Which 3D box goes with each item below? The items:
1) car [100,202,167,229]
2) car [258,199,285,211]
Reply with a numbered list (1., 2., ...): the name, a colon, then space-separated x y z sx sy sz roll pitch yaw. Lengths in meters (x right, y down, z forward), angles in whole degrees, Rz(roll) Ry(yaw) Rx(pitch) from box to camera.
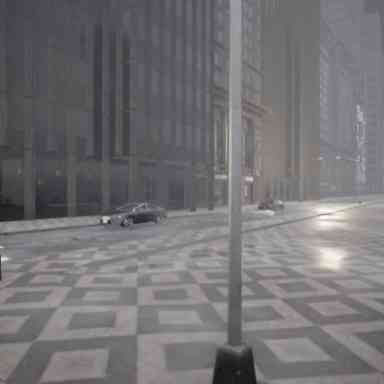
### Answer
1. car: -3.609 1.432 21.260 2.128 1.511 4.902 0 0 36
2. car: 9.385 1.480 39.306 1.994 1.385 4.181 0 0 36
